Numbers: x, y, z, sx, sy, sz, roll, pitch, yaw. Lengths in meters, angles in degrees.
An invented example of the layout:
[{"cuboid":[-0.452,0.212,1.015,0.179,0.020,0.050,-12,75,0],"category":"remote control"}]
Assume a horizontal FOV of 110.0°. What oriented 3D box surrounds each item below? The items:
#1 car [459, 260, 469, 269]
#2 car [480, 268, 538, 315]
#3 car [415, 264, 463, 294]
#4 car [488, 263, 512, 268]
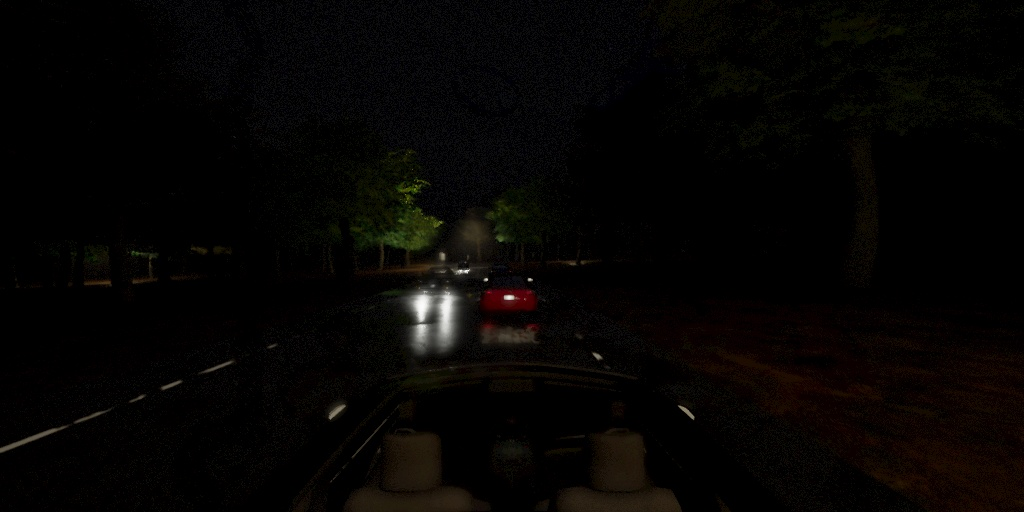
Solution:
[{"cuboid":[-8.368,1.515,62.390,2.128,1.511,4.902,0,0,-8],"category":"car"},{"cuboid":[-0.149,1.318,13.584,1.994,1.385,4.181,0,0,-2],"category":"car"},{"cuboid":[-4.119,1.333,20.296,1.994,1.385,4.181,0,0,-3],"category":"car"},{"cuboid":[-0.987,1.327,29.761,1.812,1.442,4.674,0,0,-4],"category":"car"}]
